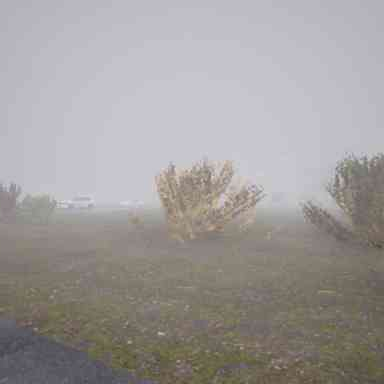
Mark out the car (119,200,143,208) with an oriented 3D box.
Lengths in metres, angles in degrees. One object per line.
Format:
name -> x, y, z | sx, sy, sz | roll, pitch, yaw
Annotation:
car -> -10.388, 2.054, 57.165 | 1.812, 1.442, 4.674 | -1, -1, 36

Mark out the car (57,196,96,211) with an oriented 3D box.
car -> -16.703, 1.633, 48.434 | 2.150, 2.045, 5.566 | -1, -1, 36
